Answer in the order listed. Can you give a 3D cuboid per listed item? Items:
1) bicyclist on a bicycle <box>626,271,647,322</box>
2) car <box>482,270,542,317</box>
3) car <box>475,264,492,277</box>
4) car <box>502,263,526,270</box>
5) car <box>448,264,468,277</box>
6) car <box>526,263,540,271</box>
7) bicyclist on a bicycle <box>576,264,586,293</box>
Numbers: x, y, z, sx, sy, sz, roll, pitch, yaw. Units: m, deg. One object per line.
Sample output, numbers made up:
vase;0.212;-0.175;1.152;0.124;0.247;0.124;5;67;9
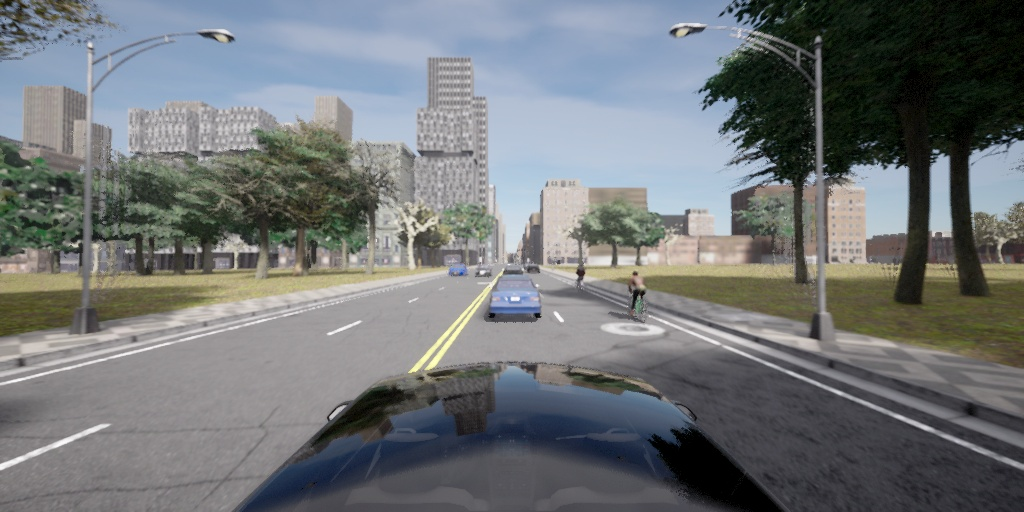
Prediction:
bicyclist on a bicycle;4.142;1.319;11.892;0.582;1.620;1.656;0;-1;0
car;0.098;1.437;13.847;2.033;1.411;5.357;0;-1;0
car;-3.341;1.742;43.068;2.128;1.511;4.902;0;-1;0
car;0.097;1.610;33.620;1.882;1.535;5.008;0;-1;0
car;-6.590;1.743;44.244;1.882;1.535;5.008;0;-1;0
car;3.346;1.915;57.452;1.882;1.535;5.008;0;-1;0
bicyclist on a bicycle;4.142;1.355;21.785;0.659;1.776;1.843;0;1;0
